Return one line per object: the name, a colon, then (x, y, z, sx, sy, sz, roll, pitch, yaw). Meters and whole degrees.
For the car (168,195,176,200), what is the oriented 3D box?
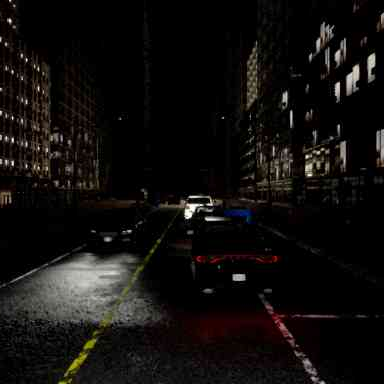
car: (-5.738, 1.579, 94.769, 1.947, 1.339, 4.313, 0, 0, 0)

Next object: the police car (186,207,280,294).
police car: (0.896, 1.425, 8.930, 1.930, 1.638, 5.238, 0, 0, 0)

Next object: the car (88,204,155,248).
car: (-3.107, 1.492, 14.743, 2.128, 1.511, 4.902, 0, 0, 0)

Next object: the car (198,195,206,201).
car: (2.645, 1.557, 89.104, 1.887, 1.381, 4.507, 0, 0, 0)

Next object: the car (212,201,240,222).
car: (2.676, 1.527, 26.926, 1.752, 1.417, 4.829, 0, 0, 0)

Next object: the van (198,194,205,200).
van: (2.643, 1.354, 94.771, 1.690, 1.788, 3.998, 0, 0, 0)

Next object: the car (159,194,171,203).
car: (-5.727, 1.324, 72.097, 2.192, 1.841, 5.009, 0, 0, 0)

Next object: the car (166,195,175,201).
car: (-5.735, 1.557, 89.101, 1.887, 1.381, 4.507, 0, 0, 0)

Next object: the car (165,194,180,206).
car: (-3.027, 1.483, 55.652, 1.882, 1.535, 5.008, 0, 0, 0)

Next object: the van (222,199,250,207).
van: (2.678, 1.342, 21.088, 1.690, 1.788, 3.998, 0, 0, 0)

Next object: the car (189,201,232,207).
car: (0.891, 1.479, 18.821, 1.882, 1.535, 5.008, 0, 0, 0)

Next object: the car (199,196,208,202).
car: (2.651, 1.555, 77.768, 1.887, 1.381, 4.507, 0, 0, 0)

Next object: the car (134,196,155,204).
car: (-5.710, 1.528, 37.919, 1.752, 1.417, 4.829, 0, 0, 0)

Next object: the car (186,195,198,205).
car: (-0.029, 1.358, 60.147, 2.097, 1.767, 4.553, 0, 0, 0)

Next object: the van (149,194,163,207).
van: (-5.716, 1.346, 49.425, 1.690, 1.788, 3.998, 0, 0, 0)

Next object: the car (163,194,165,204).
car: (-5.721, 1.557, 60.761, 2.008, 1.369, 4.403, 0, 0, 0)

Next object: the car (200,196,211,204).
car: (2.657, 1.558, 66.432, 2.008, 1.369, 4.403, 0, 0, 0)

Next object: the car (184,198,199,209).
car: (-0.004, 1.568, 46.216, 1.994, 1.385, 4.181, 0, 0, 0)

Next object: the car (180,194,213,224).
car: (0.648, 1.224, 24.929, 2.150, 2.045, 5.566, 0, 0, 4)
